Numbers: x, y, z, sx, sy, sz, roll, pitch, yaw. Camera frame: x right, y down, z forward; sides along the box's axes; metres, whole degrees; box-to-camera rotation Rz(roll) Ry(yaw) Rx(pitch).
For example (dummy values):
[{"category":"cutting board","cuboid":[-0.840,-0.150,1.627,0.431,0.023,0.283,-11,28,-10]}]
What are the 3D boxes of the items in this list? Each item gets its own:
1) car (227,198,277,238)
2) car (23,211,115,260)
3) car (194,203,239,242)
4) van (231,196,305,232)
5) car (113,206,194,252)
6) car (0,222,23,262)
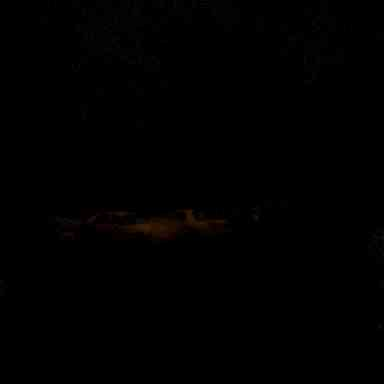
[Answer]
[{"category":"car","cuboid":[1.808,1.345,17.663,4.553,1.767,2.185,-1,0,33]},{"category":"car","cuboid":[-5.349,1.534,12.381,4.674,1.452,2.002,-1,0,34]},{"category":"car","cuboid":[-0.741,1.478,16.004,5.366,1.575,1.946,-1,0,33]},{"category":"van","cuboid":[4.234,1.237,19.417,4.442,1.987,1.878,-1,-1,33]},{"category":"car","cuboid":[-2.806,1.480,14.038,5.366,1.575,1.946,-1,-1,34]},{"category":"car","cuboid":[-7.745,1.541,10.642,4.674,1.452,2.002,-1,0,34]}]
